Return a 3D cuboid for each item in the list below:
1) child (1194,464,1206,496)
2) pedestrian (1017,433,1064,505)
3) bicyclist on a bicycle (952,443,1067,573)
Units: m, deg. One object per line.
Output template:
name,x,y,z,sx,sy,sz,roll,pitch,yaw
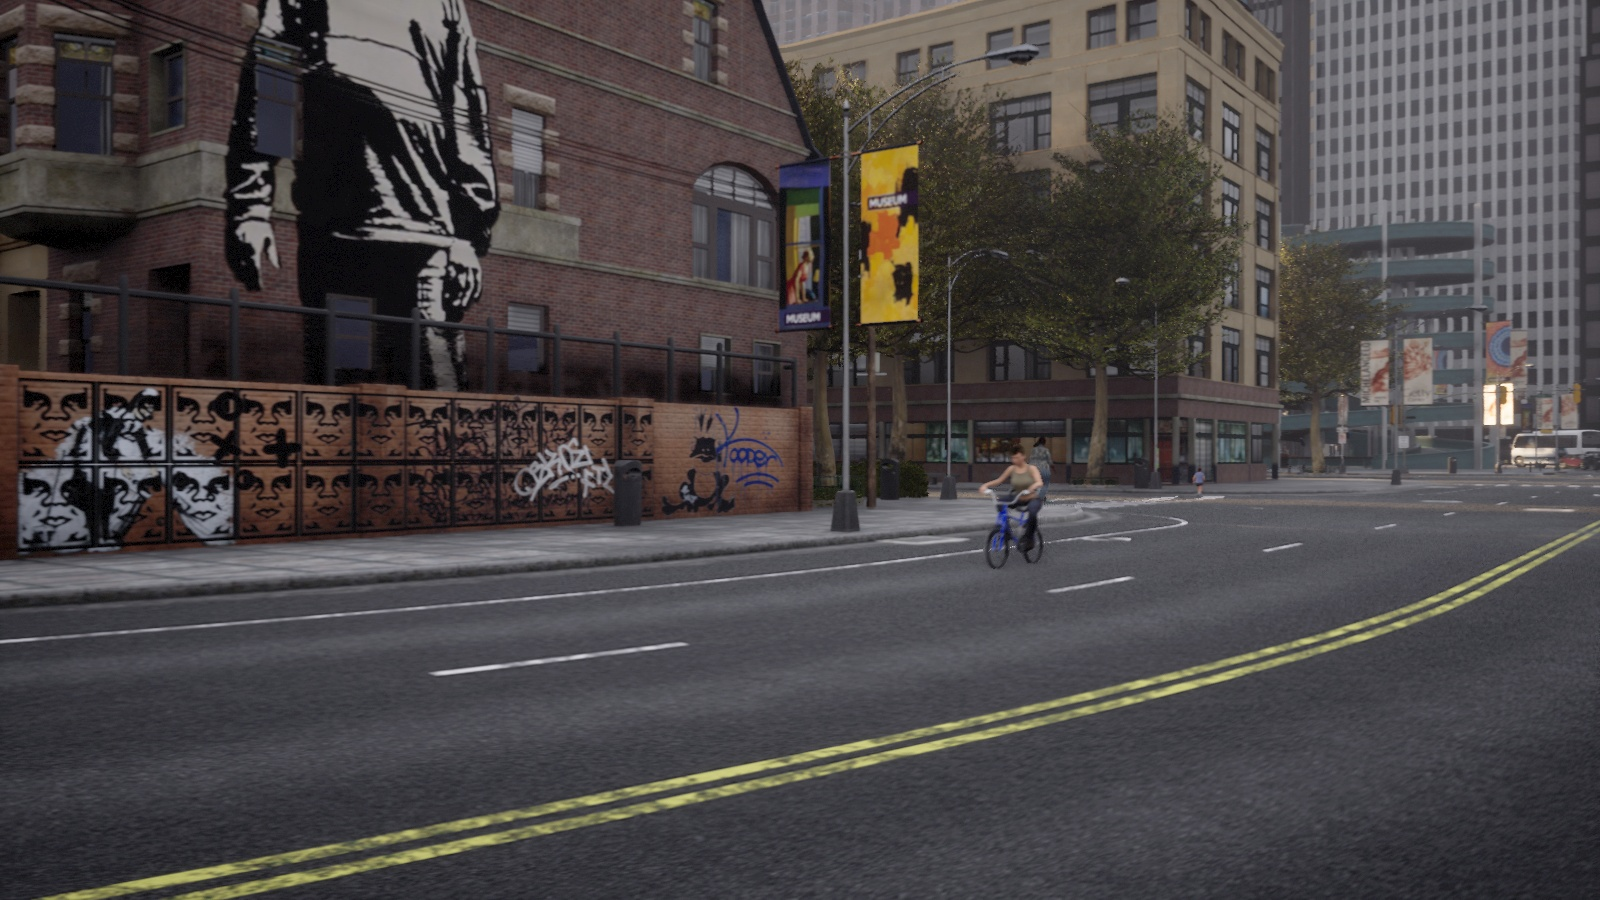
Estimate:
child,13.944,1.032,43.774,0.255,1.110,0.394,0,0,39
pedestrian,6.336,0.487,33.099,0.874,1.855,0.900,0,0,42
bicyclist on a bicycle,2.769,0.727,16.509,0.866,1.612,1.509,-1,0,39
